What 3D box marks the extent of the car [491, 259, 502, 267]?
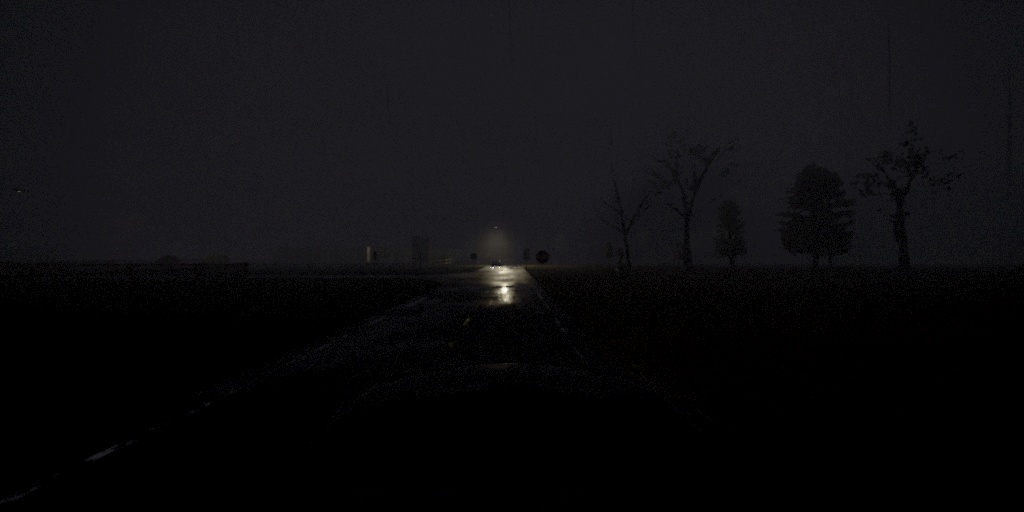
[{"bbox_3d":[-2.732,1.222,63.368,2.033,1.411,5.357,0,0,0],"label":"car"}]
